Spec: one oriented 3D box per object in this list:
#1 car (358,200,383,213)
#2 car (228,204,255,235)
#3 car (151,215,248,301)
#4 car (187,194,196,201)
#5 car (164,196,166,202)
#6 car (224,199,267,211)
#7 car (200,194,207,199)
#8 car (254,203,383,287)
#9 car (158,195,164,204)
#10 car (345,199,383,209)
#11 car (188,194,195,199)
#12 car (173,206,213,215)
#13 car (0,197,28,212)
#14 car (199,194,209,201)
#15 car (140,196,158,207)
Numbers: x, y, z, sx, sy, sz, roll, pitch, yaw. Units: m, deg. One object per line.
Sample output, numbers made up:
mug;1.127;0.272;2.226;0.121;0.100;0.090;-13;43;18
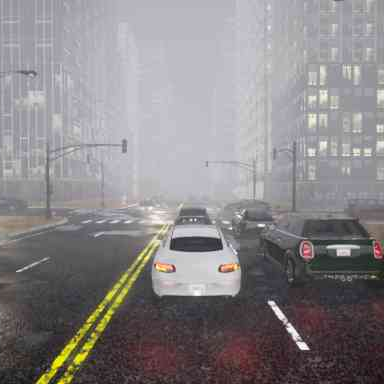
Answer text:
car;21.715;1.641;37.876;4.829;1.417;1.752;1;0;1
car;3.304;1.554;17.823;1.994;1.385;4.181;0;0;0
car;0.081;1.522;8.160;1.812;1.442;4.674;0;0;0
car;-0.201;1.414;80.325;1.837;1.490;4.892;0;0;0
car;-6.681;1.413;71.451;1.882;1.535;5.008;0;0;0
car;5.853;1.511;35.503;4.902;1.511;2.128;1;1;1
car;3.022;1.262;90.749;1.812;1.442;4.674;0;0;0
car;3.327;1.348;9.436;2.097;1.767;4.553;0;0;0
car;-6.721;1.427;61.076;1.882;1.535;5.008;0;0;1
car;16.127;1.518;29.575;5.009;1.841;2.192;1;0;1
car;-0.228;1.216;90.742;1.882;1.535;5.008;0;0;0
car;0.057;1.495;17.408;1.837;1.490;4.892;0;0;0
car;-20.348;1.288;35.876;4.892;1.490;1.837;1;1;1
car;3.049;1.392;80.332;1.882;1.535;5.008;0;0;0
car;-6.717;1.526;50.752;1.994;1.385;4.181;0;0;0
